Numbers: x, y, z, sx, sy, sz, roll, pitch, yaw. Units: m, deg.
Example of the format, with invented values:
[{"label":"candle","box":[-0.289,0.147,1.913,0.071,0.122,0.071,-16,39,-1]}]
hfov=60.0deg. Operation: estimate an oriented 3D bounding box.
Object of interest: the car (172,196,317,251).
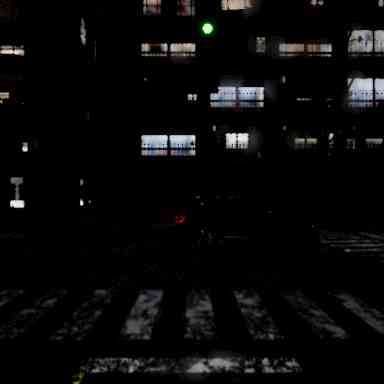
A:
[{"label":"car","box":[1.988,1.184,13.264,5.566,2.045,2.150,0,0,0]}]
